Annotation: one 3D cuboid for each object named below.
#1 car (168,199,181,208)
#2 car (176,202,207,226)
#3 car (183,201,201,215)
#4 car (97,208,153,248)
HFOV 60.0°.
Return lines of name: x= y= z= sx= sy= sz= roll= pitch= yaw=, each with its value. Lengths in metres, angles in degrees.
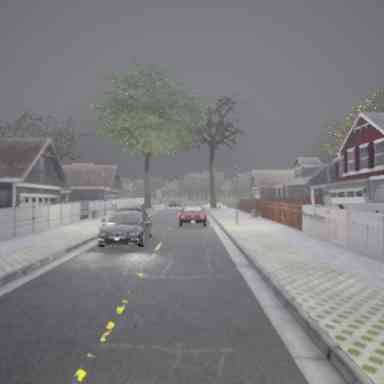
car: x=-2.861 y=1.927 z=56.072 sx=1.994 sy=1.385 sz=4.181 roll=0 pitch=-1 yaw=0
car: x=0.063 y=1.651 z=23.570 sx=1.895 sy=1.301 sz=4.718 roll=0 pitch=0 yaw=0
car: x=0.042 y=1.748 z=37.491 sx=1.895 sy=1.301 sz=4.718 roll=0 pitch=-1 yaw=0
car: x=-2.864 y=1.525 z=15.091 sx=1.837 sy=1.490 sz=4.892 roll=0 pitch=0 yaw=0
